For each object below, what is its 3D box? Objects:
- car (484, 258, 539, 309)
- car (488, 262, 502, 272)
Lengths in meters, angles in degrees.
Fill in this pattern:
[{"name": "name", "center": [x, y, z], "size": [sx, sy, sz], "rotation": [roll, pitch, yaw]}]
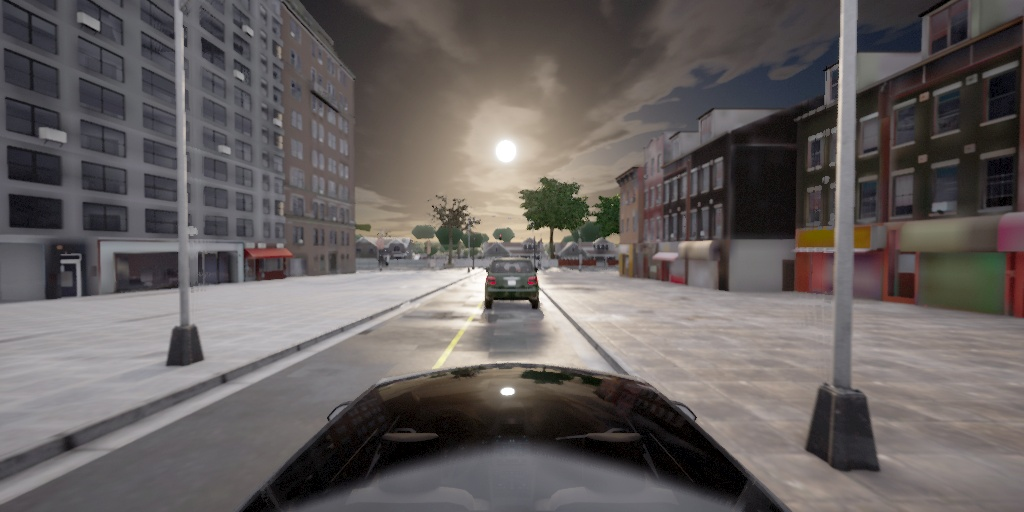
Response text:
[{"name": "car", "center": [-0.005, 1.100, 15.877], "size": [2.150, 2.045, 5.566], "rotation": [0, 0, 0]}, {"name": "car", "center": [-2.766, 1.761, 59.391], "size": [2.128, 1.511, 4.902], "rotation": [1, -1, 0]}]
